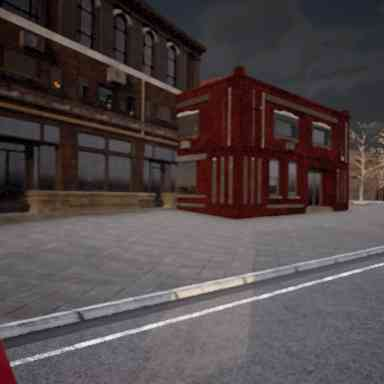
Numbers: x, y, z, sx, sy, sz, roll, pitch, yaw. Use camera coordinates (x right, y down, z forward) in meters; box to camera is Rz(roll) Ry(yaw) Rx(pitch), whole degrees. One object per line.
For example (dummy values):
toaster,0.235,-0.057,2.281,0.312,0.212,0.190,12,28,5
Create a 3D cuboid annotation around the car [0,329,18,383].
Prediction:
car,-3.454,1.608,1.532,4.718,1.301,1.895,0,0,-36
